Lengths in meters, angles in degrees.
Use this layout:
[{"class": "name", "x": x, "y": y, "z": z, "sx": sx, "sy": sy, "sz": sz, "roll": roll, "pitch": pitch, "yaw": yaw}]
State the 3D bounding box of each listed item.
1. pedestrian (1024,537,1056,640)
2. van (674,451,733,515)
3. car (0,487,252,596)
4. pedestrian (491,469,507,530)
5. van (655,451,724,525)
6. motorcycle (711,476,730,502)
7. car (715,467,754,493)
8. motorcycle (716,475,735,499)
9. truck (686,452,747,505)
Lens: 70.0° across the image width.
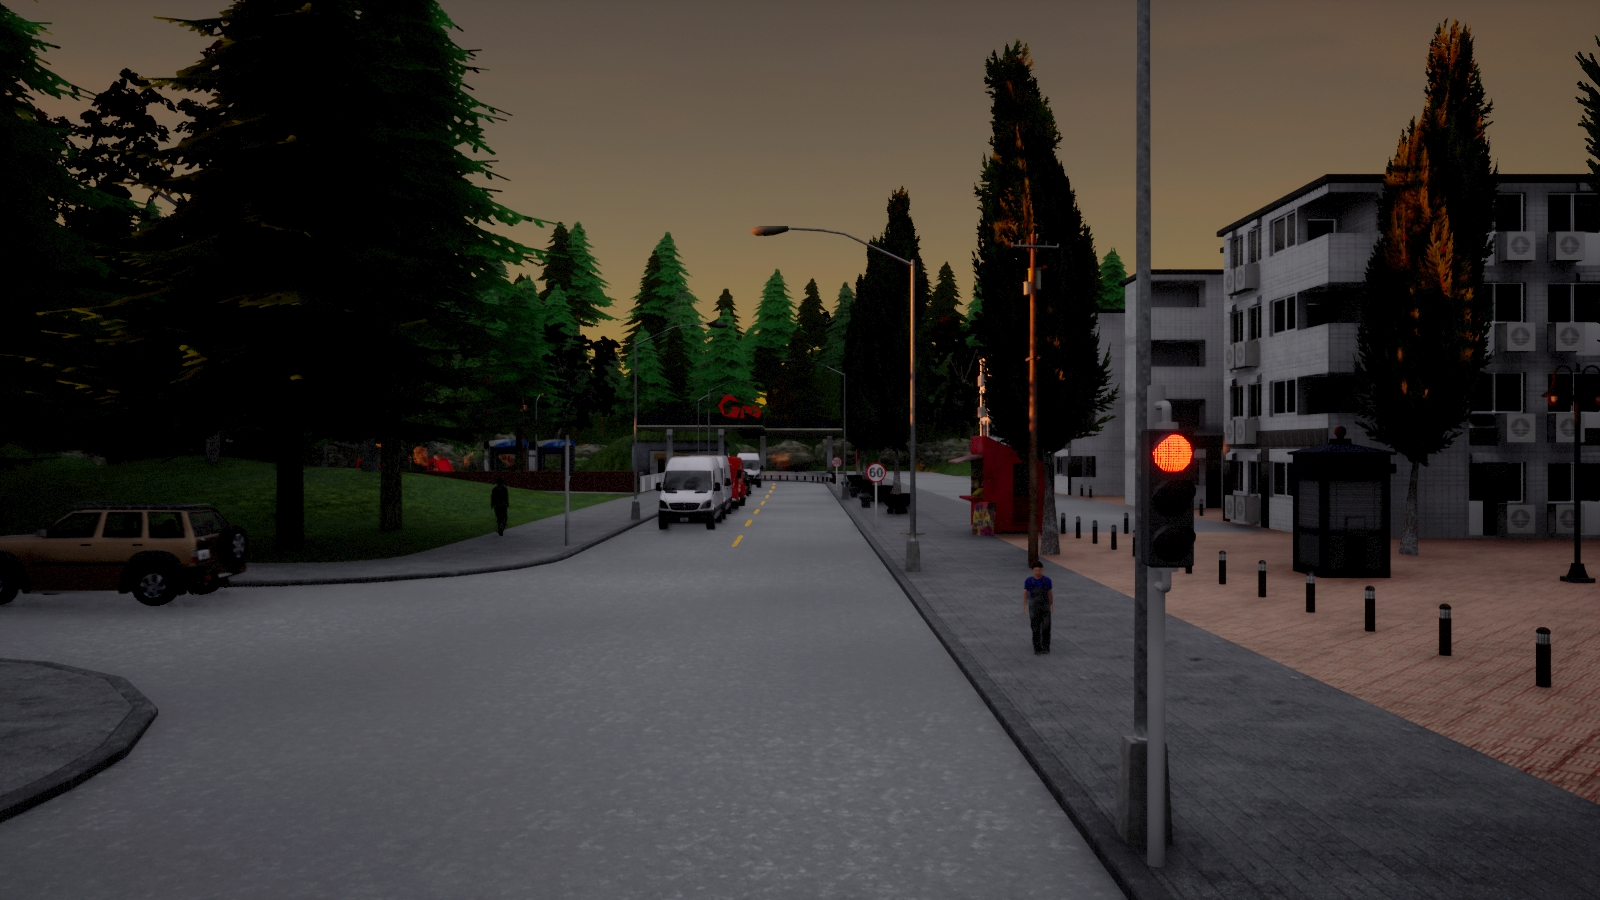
[{"class": "pedestrian", "x": 3.144, "y": 1.802, "z": 14.979, "sx": 0.375, "sy": 1.300, "sz": 0.375, "roll": 0, "pitch": 0, "yaw": 8}, {"class": "van", "x": -4.007, "y": 1.306, "z": 48.327, "sx": 1.988, "sy": 2.561, "sz": 5.915, "roll": 0, "pitch": 0, "yaw": 0}, {"class": "car", "x": -12.901, "y": 1.640, "z": 21.136, "sx": 4.605, "sy": 1.855, "sz": 1.932, "roll": 0, "pitch": 0, "yaw": -1}, {"class": "pedestrian", "x": -9.298, "y": 1.519, "z": 35.284, "sx": 0.375, "sy": 1.860, "sz": 0.375, "roll": 0, "pitch": 0, "yaw": 0}, {"class": "van", "x": -4.013, "y": 1.307, "z": 42.390, "sx": 1.988, "sy": 2.561, "sz": 5.915, "roll": 0, "pitch": 0, "yaw": 0}, {"class": "motorcycle", "x": -3.975, "y": 1.953, "z": 57.177, "sx": 0.856, "sy": 1.236, "sz": 1.805, "roll": 0, "pitch": 0, "yaw": 0}, {"class": "car", "x": -3.975, "y": 1.816, "z": 70.543, "sx": 2.128, "sy": 1.511, "sz": 4.902, "roll": 0, "pitch": 0, "yaw": 0}, {"class": "motorcycle", "x": -3.988, "y": 1.975, "z": 61.268, "sx": 0.867, "sy": 1.251, "sz": 2.209, "roll": 0, "pitch": 0, "yaw": 0}, {"class": "truck", "x": -3.995, "y": 1.339, "z": 55.631, "sx": 2.627, "sy": 2.467, "sz": 5.204, "roll": 0, "pitch": 0, "yaw": 0}]
